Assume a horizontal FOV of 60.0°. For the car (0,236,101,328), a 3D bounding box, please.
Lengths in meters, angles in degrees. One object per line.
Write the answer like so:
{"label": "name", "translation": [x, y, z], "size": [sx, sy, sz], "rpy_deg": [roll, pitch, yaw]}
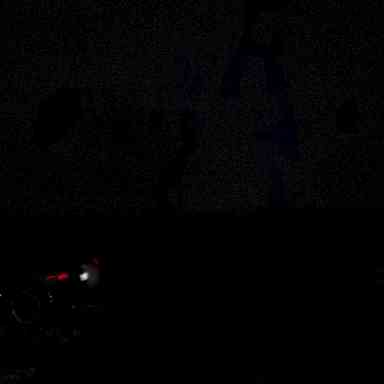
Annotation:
{"label": "car", "translation": [-4.021, 1.613, 6.696], "size": [4.181, 1.385, 1.994], "rpy_deg": [-1, 0, 9]}
